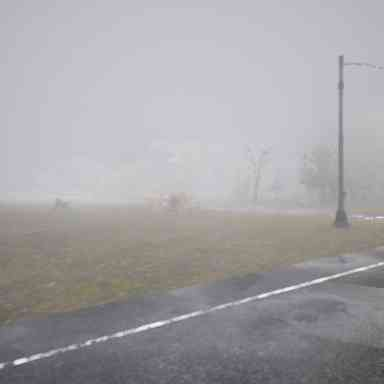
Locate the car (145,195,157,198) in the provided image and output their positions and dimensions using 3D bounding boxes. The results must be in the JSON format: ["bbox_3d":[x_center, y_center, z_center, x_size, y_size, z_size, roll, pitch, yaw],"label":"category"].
[{"bbox_3d":[-7.964,1.240,66.879,1.812,1.442,4.674,0,0,-34],"label":"car"}]

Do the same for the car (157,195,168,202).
[{"bbox_3d":[-4.124,1.329,61.205,1.895,1.301,4.718,0,0,-33],"label":"car"}]
